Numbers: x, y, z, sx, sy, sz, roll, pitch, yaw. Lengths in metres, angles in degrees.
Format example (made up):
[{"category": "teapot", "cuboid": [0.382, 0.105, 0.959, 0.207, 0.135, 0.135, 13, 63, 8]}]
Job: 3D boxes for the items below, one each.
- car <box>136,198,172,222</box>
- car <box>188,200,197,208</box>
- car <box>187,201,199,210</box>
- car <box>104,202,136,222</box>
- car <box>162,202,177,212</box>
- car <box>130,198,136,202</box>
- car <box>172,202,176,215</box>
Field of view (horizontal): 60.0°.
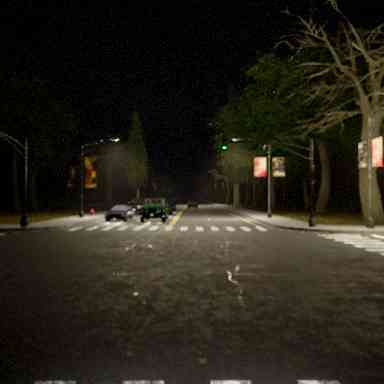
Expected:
[{"category": "car", "cuboid": [-3.333, 1.597, 30.319, 2.150, 2.045, 5.566, 0, -1, 0]}, {"category": "car", "cuboid": [0.092, 2.572, 70.827, 1.882, 1.535, 5.008, 0, -1, 0]}, {"category": "car", "cuboid": [0.137, 2.384, 60.461, 2.128, 1.511, 4.902, 0, -1, 0]}, {"category": "car", "cuboid": [-6.582, 1.931, 30.856, 2.033, 1.411, 5.357, 0, -1, 0]}, {"category": "car", "cuboid": [-3.314, 2.209, 49.671, 1.812, 1.442, 4.674, 0, -1, 0]}, {"category": "car", "cuboid": [-6.576, 1.755, 41.044, 2.150, 2.045, 5.566, 0, -1, 0]}, {"category": "car", "cuboid": [-3.319, 2.076, 39.725, 1.994, 1.385, 4.181, 0, -1, 1]}]
